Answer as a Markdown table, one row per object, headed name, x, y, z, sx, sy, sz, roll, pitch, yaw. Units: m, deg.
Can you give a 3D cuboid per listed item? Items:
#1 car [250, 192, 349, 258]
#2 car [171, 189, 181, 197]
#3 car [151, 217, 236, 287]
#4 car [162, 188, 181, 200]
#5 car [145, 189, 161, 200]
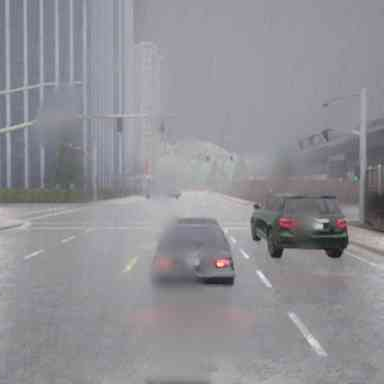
| name | x | y | z | sx | sy | sz | roll | pitch | yaw |
| --- | --- | --- | --- | --- | --- | --- | --- | --- | --- |
| car | 3.570 | 1.023 | 12.050 | 2.150 | 2.045 | 5.566 | 0 | 1 | 1 |
| car | -3.506 | 0.143 | 74.620 | 2.097 | 1.767 | 4.553 | 0 | 1 | 0 |
| car | 0.054 | 1.399 | 9.020 | 2.033 | 1.411 | 5.357 | 0 | 1 | 1 |
| car | -3.557 | 0.263 | 59.087 | 2.150 | 2.045 | 5.566 | 0 | 1 | 0 |
| car | -7.059 | 0.549 | 58.902 | 1.837 | 1.490 | 4.892 | 0 | 1 | 0 |
